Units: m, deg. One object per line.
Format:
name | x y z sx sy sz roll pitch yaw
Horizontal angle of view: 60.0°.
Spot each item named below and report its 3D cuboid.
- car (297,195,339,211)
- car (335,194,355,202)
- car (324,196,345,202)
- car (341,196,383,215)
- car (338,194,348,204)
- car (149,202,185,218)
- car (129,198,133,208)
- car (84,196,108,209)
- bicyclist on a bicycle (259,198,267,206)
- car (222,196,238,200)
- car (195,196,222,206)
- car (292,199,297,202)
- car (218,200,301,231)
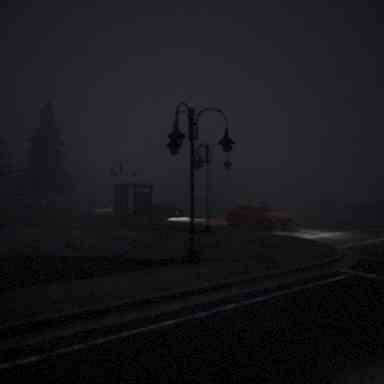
car | 15.593 1.507 41.164 1.970 1.475 3.806 0 0 -36
car | 35.791 1.310 77.817 1.905 1.878 3.866 0 0 -36
car | 32.729 1.584 76.383 1.970 1.475 3.806 0 0 -36
car | 17.477 1.487 33.393 1.845 1.501 3.633 0 0 -36
car | 27.132 1.485 62.847 2.007 1.523 4.514 0 0 -36
car | -2.447 1.625 30.935 1.994 1.385 4.181 0 0 -36
car | -8.660 1.597 45.596 1.812 1.442 4.674 0 0 -36
car | -13.251 1.411 45.917 2.097 1.767 4.553 0 0 -36
bicyclist on a bicycle | 6.622 1.385 31.187 1.656 1.620 0.582 0 0 -36
car | 4.872 1.453 56.445 2.152 1.636 5.027 0 0 -36
car | 2.349 1.453 54.580 2.007 1.523 4.514 0 0 -36
car | 18.972 1.477 57.078 1.845 1.501 3.633 0 0 -36
car | 4.244 1.540 21.741 1.882 1.535 5.008 0 0 -36
